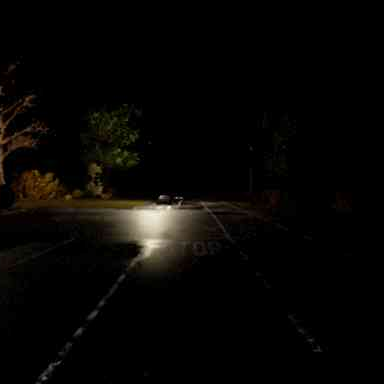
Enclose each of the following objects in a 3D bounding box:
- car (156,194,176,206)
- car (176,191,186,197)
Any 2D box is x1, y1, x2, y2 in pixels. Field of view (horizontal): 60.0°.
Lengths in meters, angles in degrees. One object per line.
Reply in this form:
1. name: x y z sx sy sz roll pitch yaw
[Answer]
1. car: -3.588 1.096 43.693 2.033 1.411 5.357 0 1 0
2. car: -3.362 0.659 88.656 1.994 1.385 4.181 0 1 5
